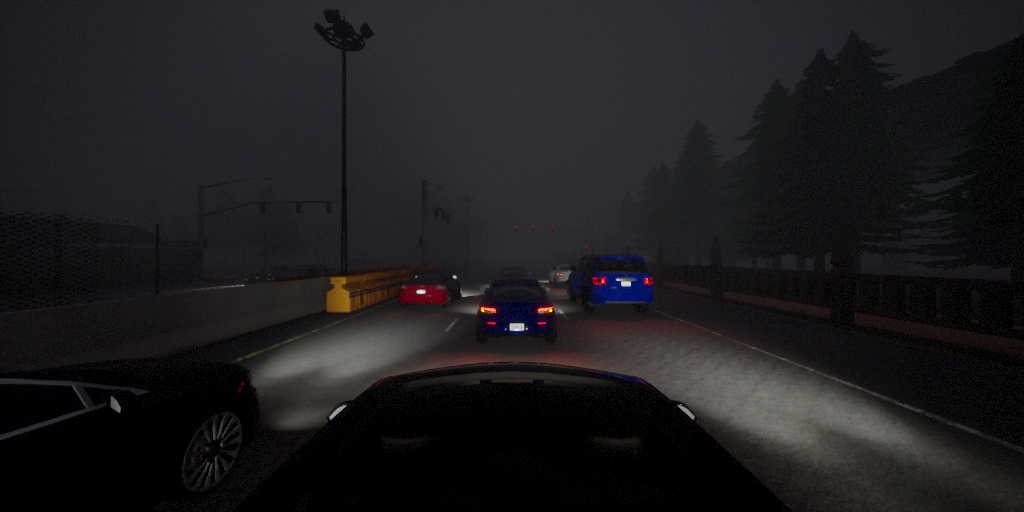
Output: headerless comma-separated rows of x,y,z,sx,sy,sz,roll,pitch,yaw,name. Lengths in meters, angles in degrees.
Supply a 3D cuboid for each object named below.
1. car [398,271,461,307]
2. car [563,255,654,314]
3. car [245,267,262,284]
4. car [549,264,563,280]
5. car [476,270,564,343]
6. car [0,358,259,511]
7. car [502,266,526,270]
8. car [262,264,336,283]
-3.405,1.314,15.484,1.994,1.385,4.181,0,0,0,car
3.600,0.972,13.991,2.150,2.045,5.566,0,0,0,car
-17.514,1.314,26.588,1.994,1.385,4.181,0,0,-1,car
3.598,1.276,24.555,1.812,1.442,4.674,0,0,0,car
0.094,1.276,9.583,1.812,1.442,4.674,0,0,0,car
-3.401,1.240,1.545,2.128,1.511,4.902,0,0,0,car
0.101,1.276,19.479,1.812,1.442,4.674,0,0,0,car
-14.038,1.298,24.534,2.033,1.411,5.357,0,0,1,car
